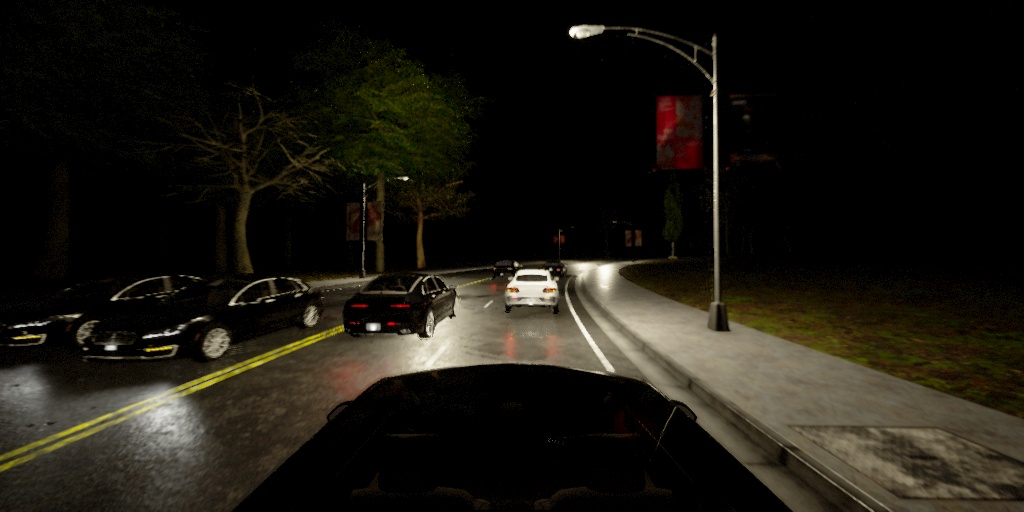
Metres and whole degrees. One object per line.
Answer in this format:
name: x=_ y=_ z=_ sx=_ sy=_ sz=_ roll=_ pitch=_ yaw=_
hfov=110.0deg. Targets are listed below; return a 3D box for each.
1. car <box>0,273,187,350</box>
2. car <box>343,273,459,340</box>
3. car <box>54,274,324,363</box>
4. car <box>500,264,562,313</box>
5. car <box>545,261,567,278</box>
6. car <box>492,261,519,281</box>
car: x=-9.514 y=1.210 z=8.967 sx=1.837 sy=1.490 sz=4.892 roll=0 pitch=0 yaw=4
car: x=-2.749 y=1.216 z=9.883 sx=1.837 sy=1.490 sz=4.892 roll=0 pitch=0 yaw=3
car: x=-6.308 y=1.217 z=8.183 sx=1.837 sy=1.490 sz=4.892 roll=0 pitch=0 yaw=3
car: x=0.803 y=1.222 z=13.567 sx=1.812 sy=1.442 sz=4.674 roll=0 pitch=0 yaw=5
car: x=3.750 y=1.138 z=31.729 sx=2.033 sy=1.411 sz=5.357 roll=0 pitch=0 yaw=13
car: x=-0.264 y=1.113 z=28.329 sx=2.128 sy=1.511 sz=4.902 roll=0 pitch=0 yaw=11
